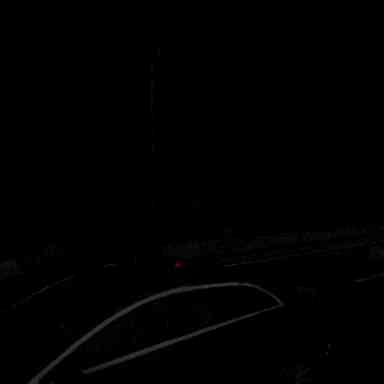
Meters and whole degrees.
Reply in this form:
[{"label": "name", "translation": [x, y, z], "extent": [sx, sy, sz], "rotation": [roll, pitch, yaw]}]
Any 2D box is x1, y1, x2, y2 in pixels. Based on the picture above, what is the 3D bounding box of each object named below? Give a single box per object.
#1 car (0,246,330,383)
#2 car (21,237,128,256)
[{"label": "car", "translation": [-0.666, 1.500, 3.209], "extent": [4.902, 1.511, 2.128], "rotation": [0, 0, -35]}, {"label": "car", "translation": [-2.212, 1.575, 6.098], "extent": [4.181, 1.385, 1.994], "rotation": [0, 0, -35]}]
